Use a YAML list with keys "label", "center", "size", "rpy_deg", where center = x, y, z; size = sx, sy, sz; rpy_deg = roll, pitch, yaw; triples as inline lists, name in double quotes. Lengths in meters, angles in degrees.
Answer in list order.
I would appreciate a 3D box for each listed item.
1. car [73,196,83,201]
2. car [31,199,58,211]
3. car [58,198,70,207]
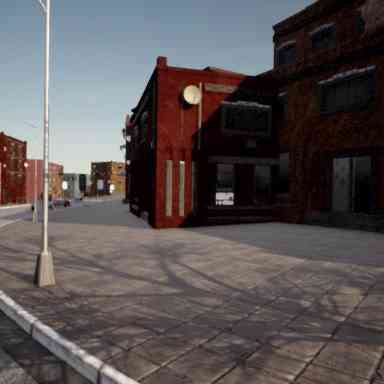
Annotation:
- label: "car"
  center: [-30.410, 1.796, 89.165]
  size: [2.033, 1.411, 5.357]
  rpy_deg: [1, 0, -9]
- label: "car"
  center: [-19.127, 1.667, 42.751]
  size: [1.994, 1.385, 4.181]
  rpy_deg: [1, 0, -9]
- label: "car"
  center: [-20.976, 1.674, 53.691]
  size: [1.812, 1.442, 4.674]
  rpy_deg: [1, 0, -9]
